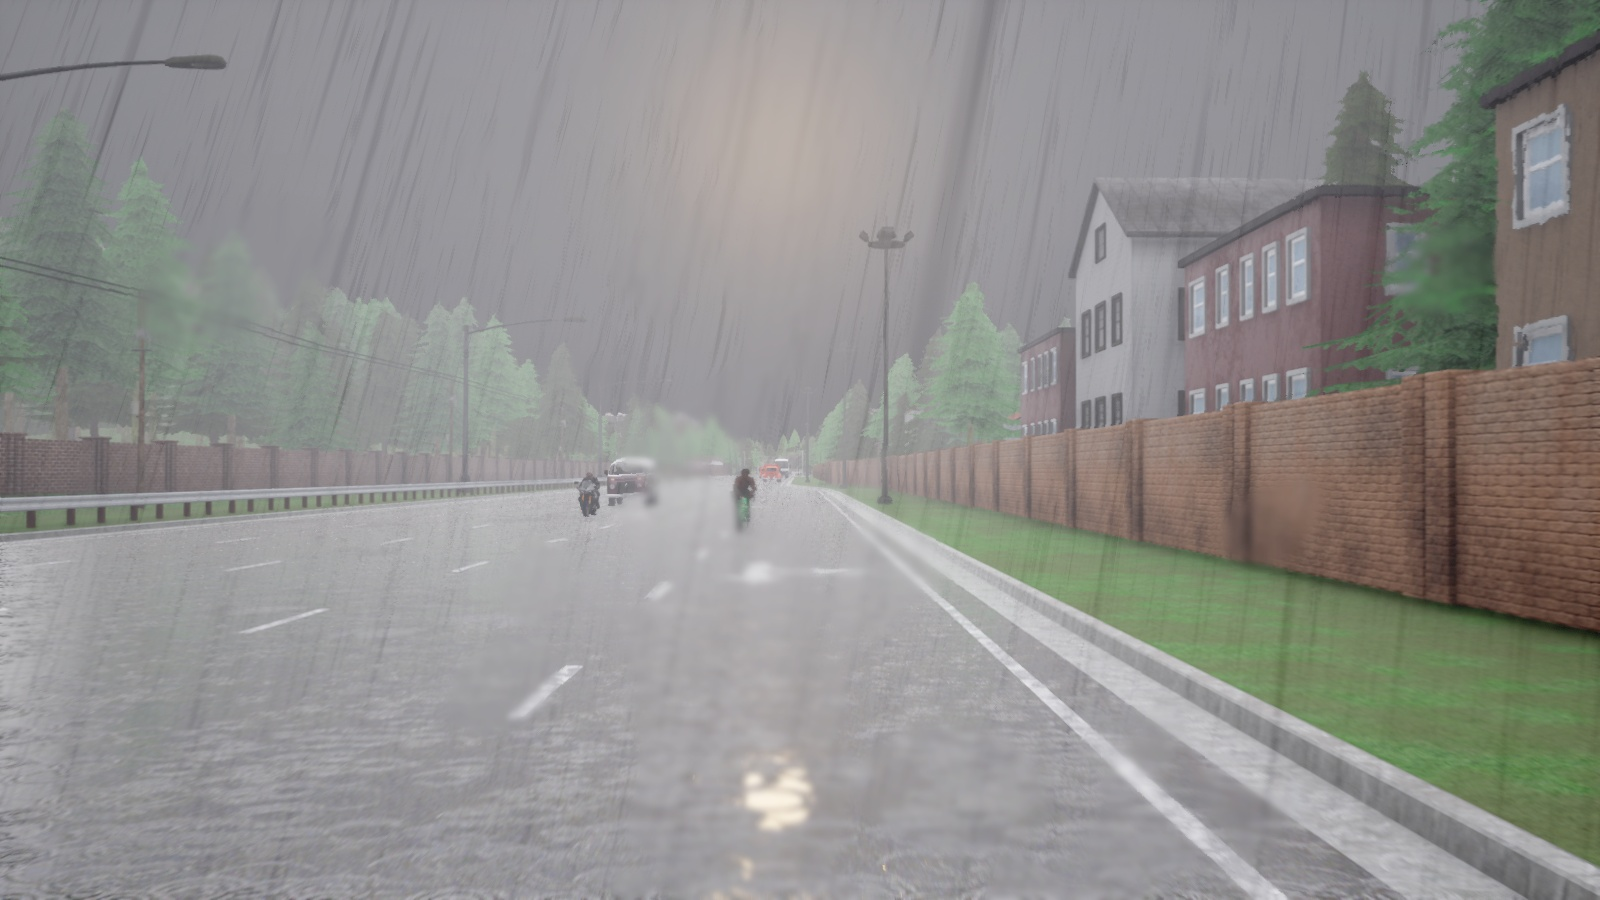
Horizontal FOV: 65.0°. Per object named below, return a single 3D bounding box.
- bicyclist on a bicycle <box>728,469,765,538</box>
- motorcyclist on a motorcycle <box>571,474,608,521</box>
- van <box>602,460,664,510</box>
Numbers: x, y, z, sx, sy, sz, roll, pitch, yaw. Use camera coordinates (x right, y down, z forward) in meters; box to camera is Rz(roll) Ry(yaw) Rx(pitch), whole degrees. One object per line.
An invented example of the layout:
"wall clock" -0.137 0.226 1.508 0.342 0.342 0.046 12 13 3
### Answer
"bicyclist on a bicycle" -1.312 1.283 30.508 0.582 1.620 1.656 0 -1 -14
"motorcyclist on a motorcycle" -7.104 1.590 42.497 0.866 1.530 2.191 0 -1 0
"van" -7.133 1.470 53.971 2.069 2.038 4.480 0 -1 0
